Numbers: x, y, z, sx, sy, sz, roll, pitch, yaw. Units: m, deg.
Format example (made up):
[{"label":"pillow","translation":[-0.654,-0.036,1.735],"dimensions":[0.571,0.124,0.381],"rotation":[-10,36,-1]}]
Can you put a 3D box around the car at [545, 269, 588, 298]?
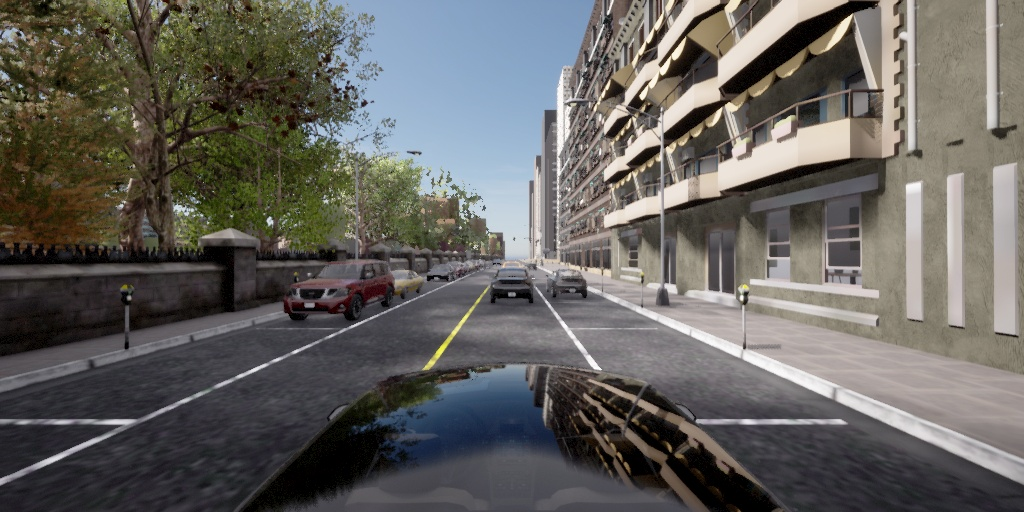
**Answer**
[{"label":"car","translation":[2.689,1.300,18.131],"dimensions":[2.007,1.370,4.403],"rotation":[0,0,0]}]

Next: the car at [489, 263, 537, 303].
[{"label":"car","translation":[0.000,1.267,16.500],"dimensions":[1.837,1.490,4.892],"rotation":[0,0,0]}]

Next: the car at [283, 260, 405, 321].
[{"label":"car","translation":[-5.691,1.063,12.590],"dimensions":[2.192,1.841,5.009],"rotation":[0,0,0]}]

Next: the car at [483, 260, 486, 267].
[{"label":"car","translation":[-5.769,1.328,62.436],"dimensions":[2.007,1.370,4.403],"rotation":[0,0,0]}]

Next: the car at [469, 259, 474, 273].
[{"label":"car","translation":[-5.691,1.342,40.283],"dimensions":[1.802,1.307,4.207],"rotation":[0,0,0]}]

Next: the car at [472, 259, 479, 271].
[{"label":"car","translation":[-5.691,1.289,45.652],"dimensions":[1.751,1.417,4.829],"rotation":[0,0,0]}]

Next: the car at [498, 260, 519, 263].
[{"label":"car","translation":[0.000,1.241,31.500],"dimensions":[1.882,1.535,5.008],"rotation":[0,0,0]}]

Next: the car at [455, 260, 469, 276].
[{"label":"car","translation":[-5.691,1.197,34.744],"dimensions":[1.967,1.591,4.097],"rotation":[0,0,0]}]

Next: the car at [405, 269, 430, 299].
[{"label":"car","translation":[-5.691,1.275,17.959],"dimensions":[1.751,1.417,4.829],"rotation":[0,0,0]}]

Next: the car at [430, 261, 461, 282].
[{"label":"car","translation":[-5.691,1.320,29.206],"dimensions":[1.948,1.339,4.313],"rotation":[0,0,0]}]

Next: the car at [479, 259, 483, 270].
[{"label":"car","translation":[-5.692,1.208,51.361],"dimensions":[1.967,1.591,4.097],"rotation":[0,0,0]}]

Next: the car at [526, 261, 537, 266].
[{"label":"car","translation":[2.689,1.319,51.363],"dimensions":[2.007,1.370,4.403],"rotation":[0,0,0]}]
